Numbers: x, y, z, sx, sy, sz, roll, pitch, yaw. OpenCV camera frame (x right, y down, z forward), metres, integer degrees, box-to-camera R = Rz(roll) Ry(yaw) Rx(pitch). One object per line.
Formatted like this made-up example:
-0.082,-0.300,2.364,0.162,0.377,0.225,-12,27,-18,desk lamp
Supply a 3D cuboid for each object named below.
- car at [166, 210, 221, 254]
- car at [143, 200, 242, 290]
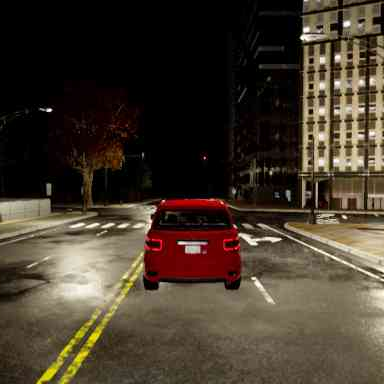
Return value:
0.066,1.557,14.128,1.994,1.385,4.181,0,0,0,car
-0.020,1.216,9.188,2.150,2.045,5.566,0,0,-1,car
